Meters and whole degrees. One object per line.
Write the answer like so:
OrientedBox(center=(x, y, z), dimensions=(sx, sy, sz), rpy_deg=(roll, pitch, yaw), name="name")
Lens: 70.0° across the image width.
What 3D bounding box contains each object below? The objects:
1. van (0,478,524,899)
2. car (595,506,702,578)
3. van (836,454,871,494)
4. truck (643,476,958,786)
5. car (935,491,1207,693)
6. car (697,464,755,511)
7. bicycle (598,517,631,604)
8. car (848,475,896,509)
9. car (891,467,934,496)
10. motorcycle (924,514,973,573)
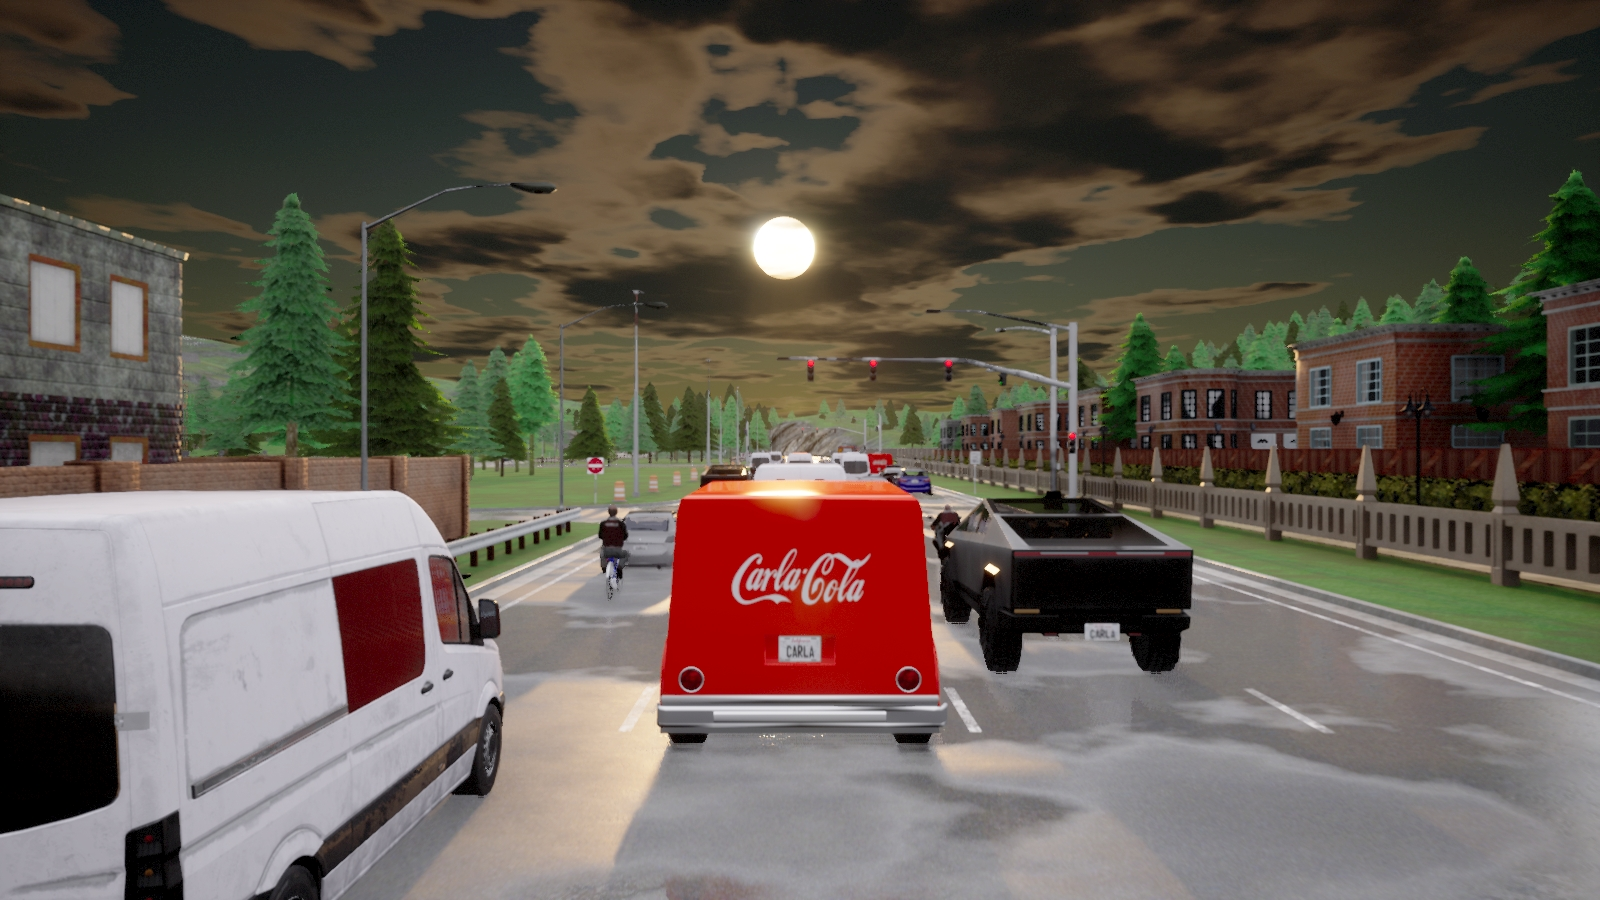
OrientedBox(center=(-3.502, 1.534, 7.409), dimensions=(1.988, 2.561, 5.915), rpy_deg=(0, 0, 0), name="van")
OrientedBox(center=(-3.503, 2.118, 27.130), dimensions=(1.994, 1.385, 4.181), rpy_deg=(0, 0, 0), name="car")
OrientedBox(center=(3.494, 1.533, 75.377), dimensions=(1.988, 2.561, 5.915), rpy_deg=(0, 0, 0), name="van")
OrientedBox(center=(0.001, 1.568, 12.128), dimensions=(2.627, 2.467, 5.204), rpy_deg=(0, 0, 0), name="truck")
OrientedBox(center=(3.501, 1.753, 16.323), dimensions=(2.390, 2.098, 6.274), rpy_deg=(0, 0, 0), name="car")
OrientedBox(center=(-3.501, 1.752, 55.320), dimensions=(2.390, 2.098, 6.274), rpy_deg=(0, 0, 0), name="car")
OrientedBox(center=(-3.501, 2.060, 21.639), dimensions=(0.329, 1.471, 1.835), rpy_deg=(0, 0, 0), name="bicycle")
OrientedBox(center=(3.500, 2.033, 56.445), dimensions=(2.097, 1.535, 5.006), rpy_deg=(0, 0, 0), name="car")
OrientedBox(center=(6.999, 1.966, 71.661), dimensions=(2.242, 1.667, 4.611), rpy_deg=(0, 0, 0), name="car")
OrientedBox(center=(3.531, 2.205, 27.290), dimensions=(0.867, 1.251, 2.209), rpy_deg=(0, 0, 0), name="motorcycle")
